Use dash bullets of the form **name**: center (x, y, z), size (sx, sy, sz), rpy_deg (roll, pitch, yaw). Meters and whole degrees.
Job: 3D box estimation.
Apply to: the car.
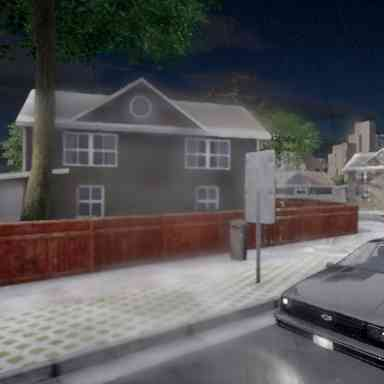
- **car**: center (3.847, 1.520, 5.774), size (5.357, 1.411, 2.033), rpy_deg (0, 0, -35)
